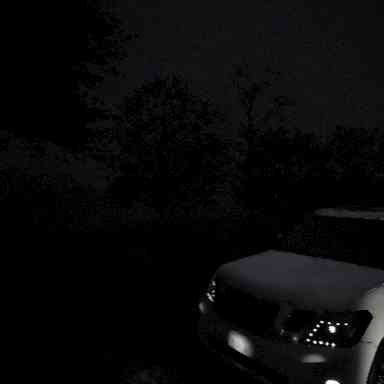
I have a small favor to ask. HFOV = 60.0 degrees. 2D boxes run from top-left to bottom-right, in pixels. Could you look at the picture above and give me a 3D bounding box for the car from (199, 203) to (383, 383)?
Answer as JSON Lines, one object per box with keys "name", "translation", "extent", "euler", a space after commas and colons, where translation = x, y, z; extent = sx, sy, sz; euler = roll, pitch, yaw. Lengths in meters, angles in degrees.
{"name": "car", "translation": [2.744, 1.221, 5.037], "extent": [5.566, 2.045, 2.150], "euler": [0, 0, -35]}
